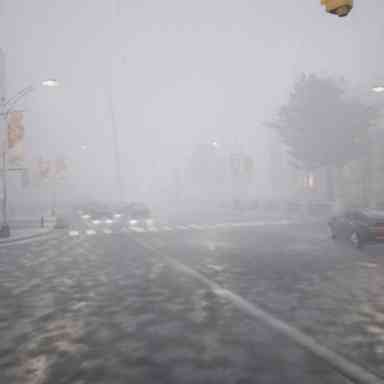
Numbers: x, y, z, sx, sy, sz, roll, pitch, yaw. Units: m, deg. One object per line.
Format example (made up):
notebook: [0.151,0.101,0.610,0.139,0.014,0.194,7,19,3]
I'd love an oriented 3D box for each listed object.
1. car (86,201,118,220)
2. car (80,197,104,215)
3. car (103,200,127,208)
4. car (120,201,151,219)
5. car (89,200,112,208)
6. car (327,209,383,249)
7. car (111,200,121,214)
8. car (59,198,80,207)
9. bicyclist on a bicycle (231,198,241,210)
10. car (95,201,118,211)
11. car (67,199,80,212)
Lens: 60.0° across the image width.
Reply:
car: [-9.246,1.977,33.845,2.033,1.411,5.357,-1,-1,-21]
car: [-12.665,1.906,42.404,2.097,1.767,4.553,-1,-1,-23]
car: [-15.294,2.279,65.825,4.902,1.511,2.128,-1,-1,40]
car: [-5.696,1.856,34.348,1.882,1.535,5.008,-1,-1,-23]
car: [-17.306,2.321,62.942,4.674,1.442,1.812,-1,-1,40]
car: [7.483,1.514,14.577,1.837,1.490,4.892,0,0,4]
car: [-9.105,2.029,42.976,1.812,1.442,4.674,-1,-1,-22]
car: [-25.352,2.515,68.808,4.718,1.301,1.895,-1,-1,26]
bicyclist on a bicycle: [5.882,1.582,44.562,1.656,1.620,0.582,-1,0,-22]
car: [-13.556,2.142,52.406,2.128,1.511,4.902,-1,-1,-32]
car: [-17.258,2.250,51.735,2.033,1.411,5.357,-1,-1,-35]
